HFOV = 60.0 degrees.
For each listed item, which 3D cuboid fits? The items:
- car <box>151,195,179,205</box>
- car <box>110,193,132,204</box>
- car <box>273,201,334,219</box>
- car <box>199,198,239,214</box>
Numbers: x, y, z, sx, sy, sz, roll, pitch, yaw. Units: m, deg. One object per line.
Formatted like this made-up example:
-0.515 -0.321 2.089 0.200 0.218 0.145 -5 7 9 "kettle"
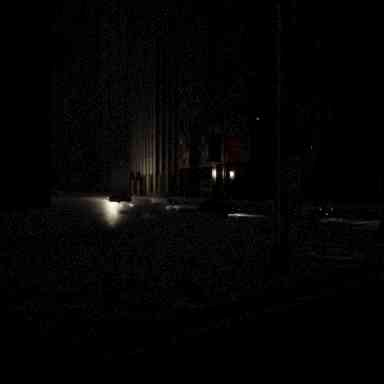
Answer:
-3.663 1.086 45.091 1.895 1.301 4.718 0 1 -35 "car"
-10.618 0.859 49.383 1.882 1.535 5.008 0 0 -35 "car"
8.998 1.365 27.101 1.895 1.301 4.718 0 1 -35 "car"
2.423 1.231 30.790 1.994 1.385 4.181 0 1 -35 "car"
